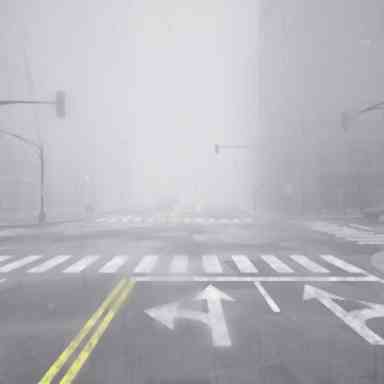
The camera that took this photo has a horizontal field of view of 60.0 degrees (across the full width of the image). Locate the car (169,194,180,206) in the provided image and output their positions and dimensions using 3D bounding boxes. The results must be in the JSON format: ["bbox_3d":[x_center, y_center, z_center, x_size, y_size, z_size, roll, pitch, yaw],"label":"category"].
[{"bbox_3d":[-3.285,1.458,59.233,2.150,2.045,5.566,0,0,1],"label":"car"}]

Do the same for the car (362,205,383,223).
[{"bbox_3d":[14.458,1.370,23.557,4.507,1.381,1.887,-1,1,0],"label":"car"}]

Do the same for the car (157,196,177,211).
[{"bbox_3d":[-3.328,1.645,42.739,1.882,1.535,5.008,0,0,0],"label":"car"}]
